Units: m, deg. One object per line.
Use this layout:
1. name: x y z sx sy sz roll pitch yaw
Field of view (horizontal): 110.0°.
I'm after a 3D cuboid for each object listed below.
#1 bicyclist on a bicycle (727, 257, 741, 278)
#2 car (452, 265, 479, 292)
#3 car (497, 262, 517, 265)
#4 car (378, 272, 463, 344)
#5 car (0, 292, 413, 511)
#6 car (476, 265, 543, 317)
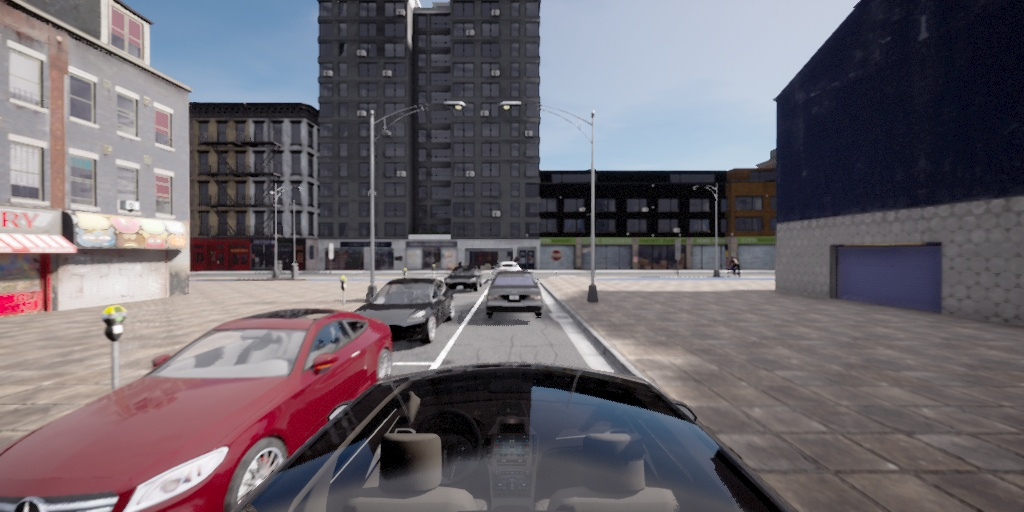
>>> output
1. bicyclist on a bicycle: 17.359 0.872 28.054 0.582 1.620 1.656 0 0 0
2. car: -2.637 1.209 20.377 1.948 1.339 4.313 0 0 0
3. car: -0.388 1.137 26.267 1.812 1.442 4.674 0 0 -8
4. car: -2.637 1.272 9.472 1.948 1.339 4.313 0 0 0
5. car: -2.637 1.319 4.020 1.802 1.307 4.207 0 0 0
6. car: 0.078 1.234 12.874 2.033 1.411 5.357 0 0 0
